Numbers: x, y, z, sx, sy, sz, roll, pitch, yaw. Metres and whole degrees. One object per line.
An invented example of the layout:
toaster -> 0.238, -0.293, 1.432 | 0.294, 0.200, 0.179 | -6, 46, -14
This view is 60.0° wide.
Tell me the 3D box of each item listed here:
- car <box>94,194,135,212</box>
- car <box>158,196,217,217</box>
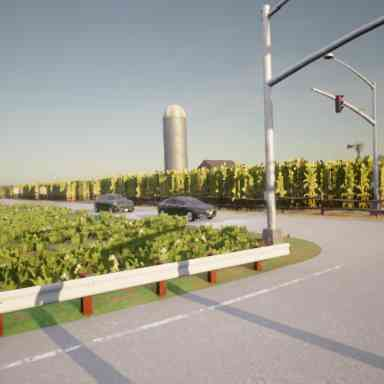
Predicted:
car -> -7.073, 0.966, 30.048 | 2.097, 1.767, 4.553 | -3, 2, -40
car -> -0.432, 1.078, 22.233 | 1.837, 1.490, 4.892 | -4, 2, -40
